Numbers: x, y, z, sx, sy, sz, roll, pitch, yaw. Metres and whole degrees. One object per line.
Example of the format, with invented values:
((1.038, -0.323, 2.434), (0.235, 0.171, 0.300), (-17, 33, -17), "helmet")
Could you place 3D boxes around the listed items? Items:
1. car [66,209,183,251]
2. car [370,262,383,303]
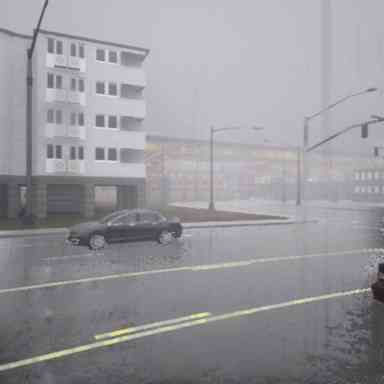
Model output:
((-2.751, 1.525, 14.194), (4.892, 1.490, 1.837), (0, -1, -28), "car")
((5.980, 1.589, 6.563), (5.357, 1.411, 2.033), (0, 0, -25), "car")
